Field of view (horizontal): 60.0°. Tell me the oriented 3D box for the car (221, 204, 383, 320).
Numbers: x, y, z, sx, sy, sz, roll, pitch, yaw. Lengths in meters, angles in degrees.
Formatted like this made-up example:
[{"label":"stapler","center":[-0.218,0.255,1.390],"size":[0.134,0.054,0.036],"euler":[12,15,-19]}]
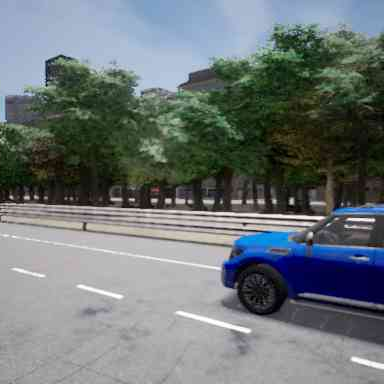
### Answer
[{"label":"car","center":[3.239,1.222,5.858],"size":[5.566,2.045,2.150],"euler":[0,0,36]}]
